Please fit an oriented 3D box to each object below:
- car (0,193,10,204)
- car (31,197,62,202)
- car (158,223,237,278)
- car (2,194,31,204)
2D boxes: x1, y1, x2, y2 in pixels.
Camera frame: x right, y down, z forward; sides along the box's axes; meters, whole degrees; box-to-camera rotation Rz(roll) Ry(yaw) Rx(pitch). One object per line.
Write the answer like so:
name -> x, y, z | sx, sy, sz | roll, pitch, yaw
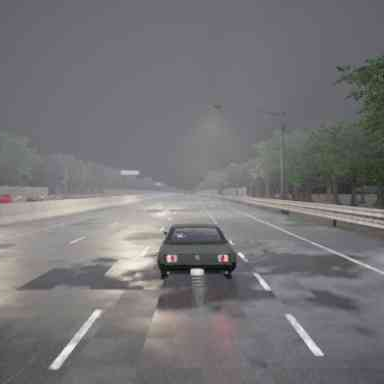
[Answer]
car -> -24.681, 1.141, 41.675 | 2.150, 2.045, 5.566 | 0, 0, 0
car -> -17.681, 1.411, 41.822 | 2.128, 1.511, 4.902 | 0, 0, 0
car -> 0.081, 1.574, 9.999 | 1.895, 1.301, 4.718 | 0, 0, -1
car -> -21.181, 1.397, 41.757 | 1.882, 1.535, 5.008 | 0, 0, 0
